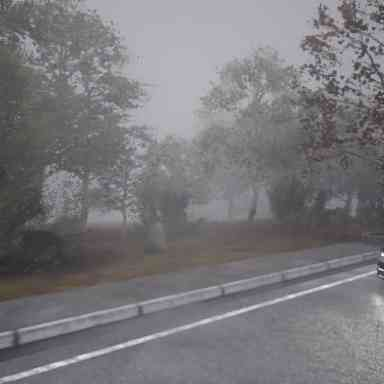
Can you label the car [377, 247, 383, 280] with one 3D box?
[{"bbox_3d":[6.527,1.444,8.332,4.902,1.511,2.128,0,0,-35],"label":"car"}]
